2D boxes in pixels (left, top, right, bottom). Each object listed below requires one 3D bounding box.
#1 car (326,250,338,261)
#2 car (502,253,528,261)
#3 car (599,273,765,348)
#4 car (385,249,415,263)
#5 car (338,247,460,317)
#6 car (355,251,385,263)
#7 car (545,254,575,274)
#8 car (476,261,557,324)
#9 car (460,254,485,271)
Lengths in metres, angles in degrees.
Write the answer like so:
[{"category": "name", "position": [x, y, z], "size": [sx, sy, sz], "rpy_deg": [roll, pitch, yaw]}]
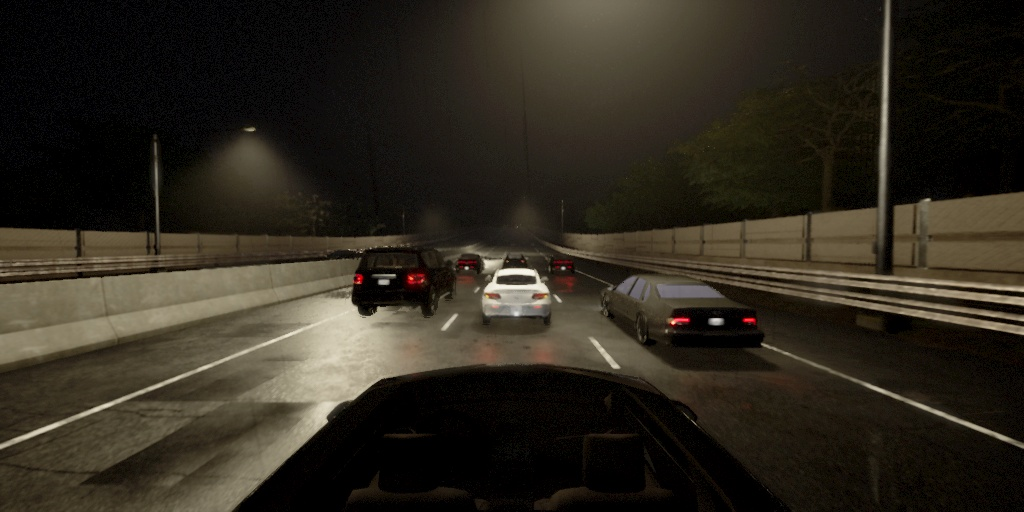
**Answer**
[{"category": "car", "position": [-20.834, -0.014, 43.897], "size": [1.882, 1.535, 5.008], "rpy_deg": [0, 2, 1]}, {"category": "car", "position": [0.239, 0.540, 28.180], "size": [2.128, 1.511, 4.902], "rpy_deg": [0, 2, 0]}, {"category": "car", "position": [3.613, 1.135, 8.801], "size": [2.033, 1.411, 5.357], "rpy_deg": [0, 1, 1]}, {"category": "car", "position": [-13.833, -0.018, 44.427], "size": [2.128, 1.511, 4.902], "rpy_deg": [0, 2, 1]}, {"category": "car", "position": [-3.353, 0.723, 12.130], "size": [2.150, 2.045, 5.566], "rpy_deg": [0, 1, 1]}, {"category": "car", "position": [-17.336, 0.070, 43.979], "size": [1.994, 1.385, 4.181], "rpy_deg": [0, 2, 1]}, {"category": "car", "position": [3.741, 0.551, 28.275], "size": [1.837, 1.490, 4.892], "rpy_deg": [0, 2, 0]}, {"category": "car", "position": [0.134, 1.062, 10.839], "size": [1.812, 1.442, 4.674], "rpy_deg": [0, 2, 1]}, {"category": "car", "position": [-3.259, 0.547, 28.364], "size": [1.837, 1.490, 4.892], "rpy_deg": [0, 2, 0]}]
